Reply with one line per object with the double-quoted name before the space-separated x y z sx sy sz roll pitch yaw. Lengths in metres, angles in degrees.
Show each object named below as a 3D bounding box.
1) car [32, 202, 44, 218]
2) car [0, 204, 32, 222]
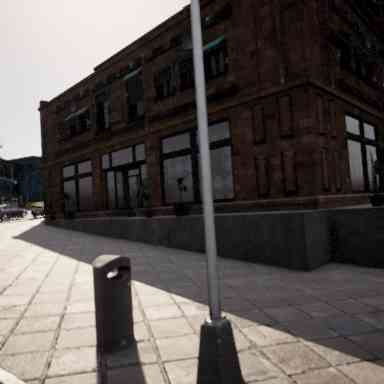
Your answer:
"car" -14.012 1.673 32.725 2.128 1.511 4.902 -3 0 -1
"car" -17.200 1.902 30.622 1.837 1.490 4.892 -3 1 3
